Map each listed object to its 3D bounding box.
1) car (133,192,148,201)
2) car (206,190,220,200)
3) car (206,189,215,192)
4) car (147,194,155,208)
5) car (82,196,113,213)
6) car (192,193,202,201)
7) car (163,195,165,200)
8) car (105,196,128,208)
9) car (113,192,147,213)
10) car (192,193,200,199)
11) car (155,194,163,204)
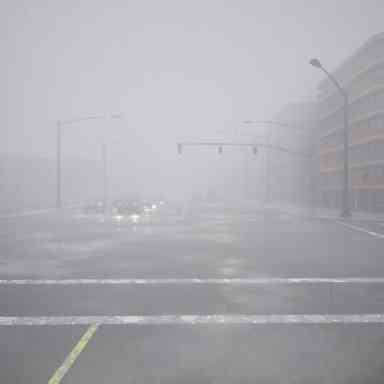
[{"bbox_3d":[-9.702,0.896,63.144,2.128,1.511,4.902,0,1,1],"label":"car"},{"bbox_3d":[4.457,0.919,65.884,1.994,1.385,4.181,0,1,0],"label":"car"},{"bbox_3d":[4.387,0.425,75.867,2.150,2.045,5.566,0,1,0],"label":"car"},{"bbox_3d":[-6.309,1.277,43.346,1.812,1.442,4.674,0,1,0],"label":"car"},{"bbox_3d":[-9.833,1.225,34.806,2.097,1.767,4.553,0,1,0],"label":"car"},{"bbox_3d":[0.953,0.854,64.724,1.882,1.535,5.008,0,1,0],"label":"car"},{"bbox_3d":[-6.208,1.012,62.756,1.895,1.301,4.718,0,1,1],"label":"car"},{"bbox_3d":[-9.808,1.314,43.449,1.994,1.385,4.181,0,1,0],"label":"car"},{"bbox_3d":[-6.335,1.226,34.463,2.097,1.767,4.553,0,1,0],"label":"car"},{"bbox_3d":[0.886,0.792,76.127,1.895,1.301,4.718,0,1,0],"label":"car"},{"bbox_3d":[-6.276,1.080,52.627,2.128,1.511,4.902,0,1,0],"label":"car"}]
